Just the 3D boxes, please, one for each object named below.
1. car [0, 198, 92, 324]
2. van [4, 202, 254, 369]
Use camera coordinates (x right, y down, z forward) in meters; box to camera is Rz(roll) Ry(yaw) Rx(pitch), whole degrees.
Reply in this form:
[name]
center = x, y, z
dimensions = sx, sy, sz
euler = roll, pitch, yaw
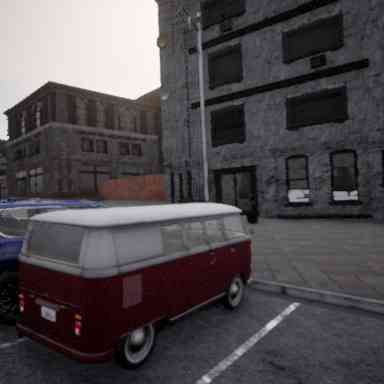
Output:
[car]
center = -2.802, 1.161, 7.351
dimensions = 2.435, 2.045, 5.566
euler = 1, 0, 35
[van]
center = -0.478, 1.216, 5.802
dimensions = 1.878, 1.987, 4.442
euler = 1, 0, 35
